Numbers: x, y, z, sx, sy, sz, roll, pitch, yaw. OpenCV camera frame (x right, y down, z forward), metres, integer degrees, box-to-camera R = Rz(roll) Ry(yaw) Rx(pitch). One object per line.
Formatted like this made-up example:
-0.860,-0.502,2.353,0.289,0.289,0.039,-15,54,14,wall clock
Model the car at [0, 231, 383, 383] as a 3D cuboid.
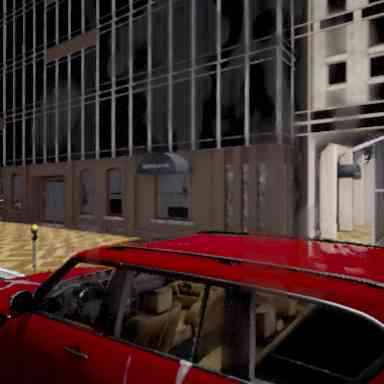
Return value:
-0.171,1.303,3.003,5.009,1.841,2.192,0,0,36,car
